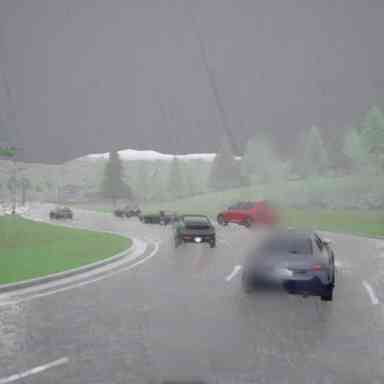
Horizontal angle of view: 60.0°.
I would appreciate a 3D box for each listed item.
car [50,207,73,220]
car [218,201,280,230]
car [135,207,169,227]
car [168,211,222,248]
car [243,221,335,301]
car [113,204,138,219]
[{"bbox_3d":[-15.540,2.534,39.448,2.128,1.511,4.902,0,-1,-34],"label":"car"},{"bbox_3d":[4.165,1.689,25.237,2.150,2.045,5.566,1,-2,-30],"label":"car"},{"bbox_3d":[-2.544,2.226,28.223,1.895,1.301,4.718,0,-2,-41],"label":"car"},{"bbox_3d":[-0.036,1.860,16.809,1.837,1.490,4.892,1,-1,-7],"label":"car"},{"bbox_3d":[2.710,1.717,8.926,1.994,1.385,4.181,-1,-1,22],"label":"car"},{"bbox_3d":[-7.914,2.311,40.676,2.097,1.767,4.553,0,-1,-36],"label":"car"}]
